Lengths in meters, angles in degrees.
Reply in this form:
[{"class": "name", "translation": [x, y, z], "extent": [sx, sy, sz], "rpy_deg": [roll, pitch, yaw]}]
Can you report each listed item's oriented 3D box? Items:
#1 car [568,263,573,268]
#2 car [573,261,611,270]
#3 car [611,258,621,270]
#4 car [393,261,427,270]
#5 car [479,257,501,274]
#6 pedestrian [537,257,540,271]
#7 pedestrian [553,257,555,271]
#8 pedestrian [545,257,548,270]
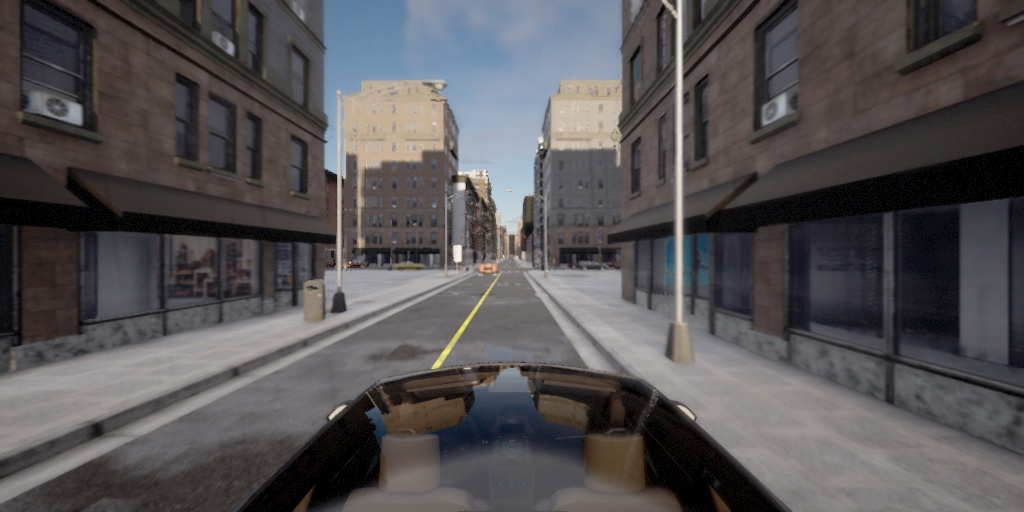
[{"class": "car", "translation": [11.761, 1.431, 60.635], "extent": [4.507, 1.381, 1.888], "rpy_deg": [0, 0, 0]}, {"class": "car", "translation": [11.755, 1.453, 52.610], "extent": [4.403, 1.370, 2.007], "rpy_deg": [0, 0, 0]}, {"class": "car", "translation": [17.164, 1.219, 52.606], "extent": [5.009, 1.841, 2.192], "rpy_deg": [0, 0, 0]}, {"class": "car", "translation": [-14.921, 1.422, 52.628], "extent": [4.829, 1.417, 1.751], "rpy_deg": [0, 0, 0]}, {"class": "car", "translation": [-2.775, 1.205, 43.736], "extent": [2.097, 1.767, 4.553], "rpy_deg": [0, 0, 0]}, {"class": "pedestrian", "translation": [3.502, 1.009, 47.419], "extent": [0.375, 1.860, 0.375], "rpy_deg": [0, 0, 0]}, {"class": "pedestrian", "translation": [5.502, 1.014, 46.819], "extent": [0.375, 1.860, 0.375], "rpy_deg": [0, 0, 0]}, {"class": "pedestrian", "translation": [4.502, 1.006, 46.219], "extent": [0.375, 1.860, 0.375], "rpy_deg": [0, 0, 0]}]
